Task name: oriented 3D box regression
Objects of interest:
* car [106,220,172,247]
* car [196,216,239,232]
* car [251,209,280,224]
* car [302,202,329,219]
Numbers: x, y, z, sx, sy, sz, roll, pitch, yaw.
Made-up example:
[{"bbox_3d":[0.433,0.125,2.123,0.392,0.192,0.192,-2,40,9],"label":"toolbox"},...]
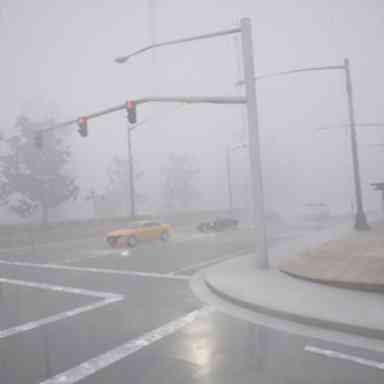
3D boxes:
[{"bbox_3d":[-3.466,2.688,22.291,1.882,1.535,5.008,-6,-4,36],"label":"car"},{"bbox_3d":[2.370,2.861,30.226,1.895,1.301,4.718,-6,-4,36],"label":"car"},{"bbox_3d":[8.527,2.802,38.595,2.128,1.511,4.902,-6,-4,37],"label":"car"},{"bbox_3d":[15.798,2.274,42.373,2.150,2.045,5.566,-6,-4,35],"label":"car"}]
